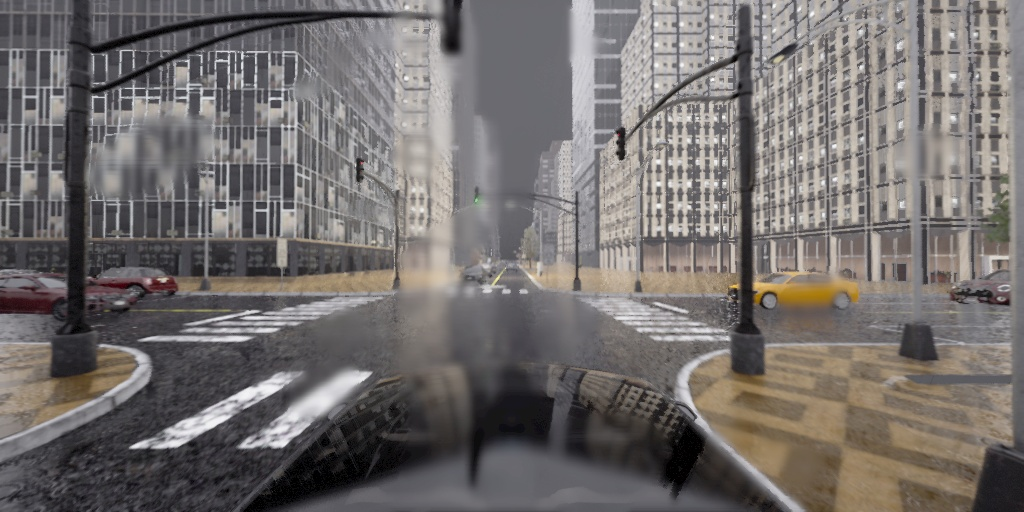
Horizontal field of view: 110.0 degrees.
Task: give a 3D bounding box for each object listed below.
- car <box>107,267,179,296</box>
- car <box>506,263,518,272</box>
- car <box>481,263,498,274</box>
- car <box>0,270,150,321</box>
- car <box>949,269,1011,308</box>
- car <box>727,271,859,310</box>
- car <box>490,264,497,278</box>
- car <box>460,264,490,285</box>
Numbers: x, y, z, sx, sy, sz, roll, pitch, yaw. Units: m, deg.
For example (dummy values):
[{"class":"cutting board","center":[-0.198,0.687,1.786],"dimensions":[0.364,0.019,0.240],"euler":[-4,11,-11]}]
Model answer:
[{"class":"car","center":[-19.217,1.269,17.736],"dimensions":[4.097,1.591,1.967],"euler":[0,0,-1]},{"class":"car","center":[-0.025,1.857,59.545],"dimensions":[2.033,1.411,5.357],"euler":[0,-1,0]},{"class":"car","center":[-3.113,1.768,50.233],"dimensions":[2.033,1.411,5.357],"euler":[0,0,0]},{"class":"car","center":[-15.410,1.296,11.893],"dimensions":[4.674,1.442,1.812],"euler":[0,-1,-2]},{"class":"car","center":[22.320,1.354,15.721],"dimensions":[4.553,1.767,2.097],"euler":[0,-1,-1]},{"class":"car","center":[12.048,1.433,15.542],"dimensions":[5.008,1.535,1.882],"euler":[0,-1,-2]},{"class":"car","center":[-3.111,1.611,39.718],"dimensions":[2.128,1.511,4.902],"euler":[0,-1,0]},{"class":"car","center":[-3.107,1.526,29.492],"dimensions":[1.837,1.490,4.892],"euler":[0,0,0]}]
